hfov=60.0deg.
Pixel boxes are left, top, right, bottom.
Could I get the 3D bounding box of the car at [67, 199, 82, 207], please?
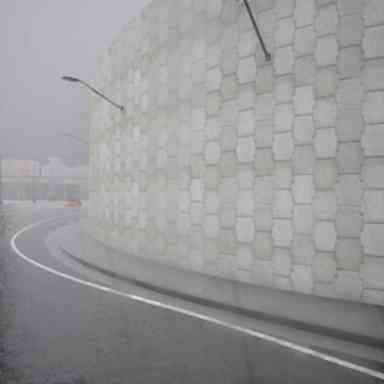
[{"bbox_3d":[-22.532,2.065,63.881,1.882,1.535,5.008,1,-1,-7],"label":"car"}]
